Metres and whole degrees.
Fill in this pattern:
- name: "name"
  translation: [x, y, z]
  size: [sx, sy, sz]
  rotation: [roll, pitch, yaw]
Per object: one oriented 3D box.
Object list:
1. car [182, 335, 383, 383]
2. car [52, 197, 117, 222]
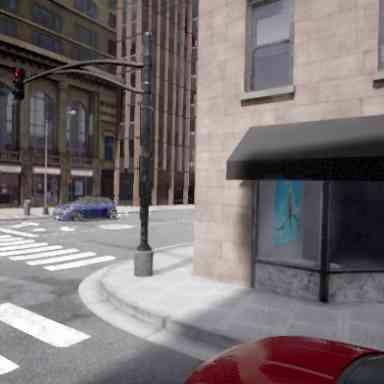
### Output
- name: "car"
  translation: [1.891, 1.554, 1.603]
  size: [4.507, 1.381, 1.887]
  rotation: [1, 1, 35]
- name: "car"
  translation: [-7.728, 1.157, 24.199]
  size: [2.097, 1.767, 4.553]
  rotation: [2, 1, 35]
